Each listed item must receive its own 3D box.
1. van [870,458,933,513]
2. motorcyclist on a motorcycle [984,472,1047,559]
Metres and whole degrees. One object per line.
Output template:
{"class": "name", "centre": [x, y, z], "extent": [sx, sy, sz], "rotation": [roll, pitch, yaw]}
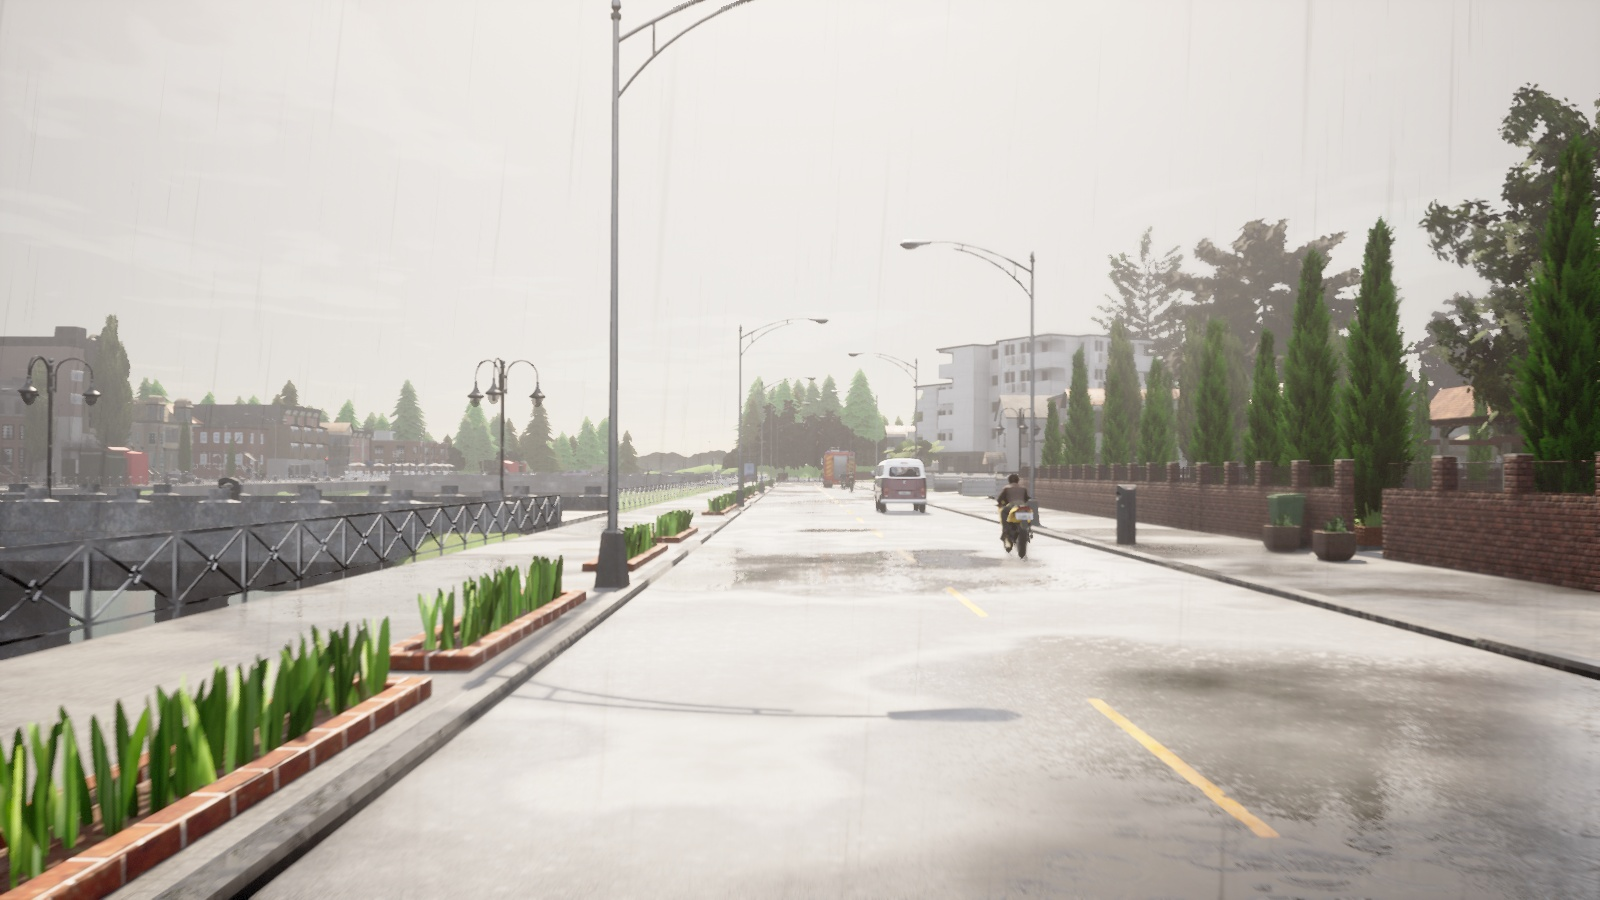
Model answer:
{"class": "van", "centre": [3.884, 1.341, 48.902], "extent": [2.069, 2.038, 4.480], "rotation": [0, -1, 0]}
{"class": "motorcyclist on a motorcycle", "centre": [3.946, 1.169, 23.183], "extent": [0.797, 1.523, 2.044], "rotation": [0, -1, 0]}
